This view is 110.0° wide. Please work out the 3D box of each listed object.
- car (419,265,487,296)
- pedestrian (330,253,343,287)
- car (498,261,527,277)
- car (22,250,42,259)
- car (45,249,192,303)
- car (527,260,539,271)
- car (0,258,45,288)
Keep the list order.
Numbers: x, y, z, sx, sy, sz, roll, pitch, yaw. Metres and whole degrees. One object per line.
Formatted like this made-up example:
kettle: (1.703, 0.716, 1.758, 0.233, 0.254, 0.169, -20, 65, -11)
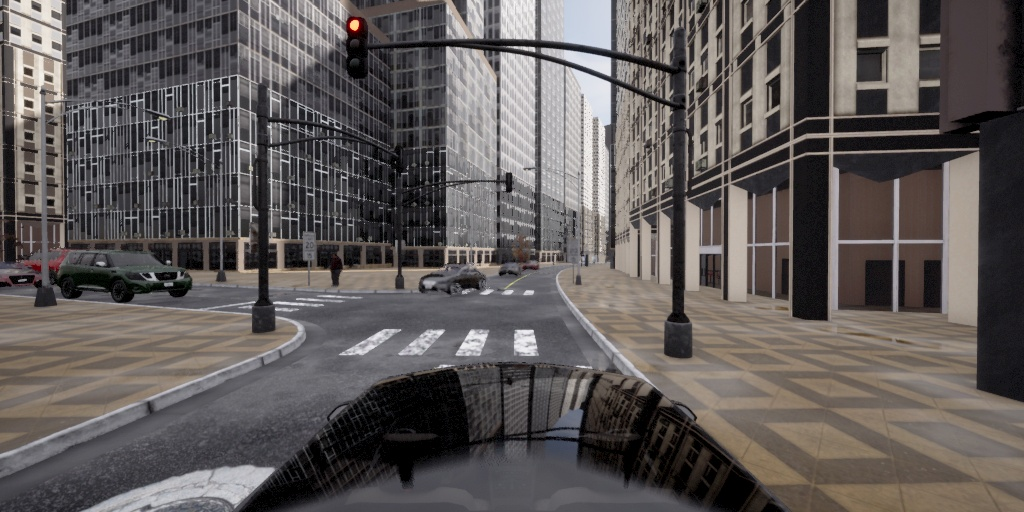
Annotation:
car: (-3.083, 1.248, 19.612, 2.128, 1.511, 4.902, 1, 0, 23)
pedestrian: (-9.580, 0.716, 19.439, 0.375, 1.860, 0.375, 0, 0, 16)
car: (-0.082, 1.362, 36.541, 2.033, 1.411, 5.357, 0, 0, 9)
car: (-26.834, 0.587, 21.381, 5.566, 2.045, 2.150, 1, 1, 16)
car: (-16.617, 0.770, 15.376, 5.566, 2.045, 2.150, 1, 1, 17)
car: (2.761, 1.369, 51.828, 1.882, 1.535, 5.008, 0, 1, 13)
car: (-25.803, 0.981, 18.032, 4.181, 1.385, 1.994, 1, 1, 16)
